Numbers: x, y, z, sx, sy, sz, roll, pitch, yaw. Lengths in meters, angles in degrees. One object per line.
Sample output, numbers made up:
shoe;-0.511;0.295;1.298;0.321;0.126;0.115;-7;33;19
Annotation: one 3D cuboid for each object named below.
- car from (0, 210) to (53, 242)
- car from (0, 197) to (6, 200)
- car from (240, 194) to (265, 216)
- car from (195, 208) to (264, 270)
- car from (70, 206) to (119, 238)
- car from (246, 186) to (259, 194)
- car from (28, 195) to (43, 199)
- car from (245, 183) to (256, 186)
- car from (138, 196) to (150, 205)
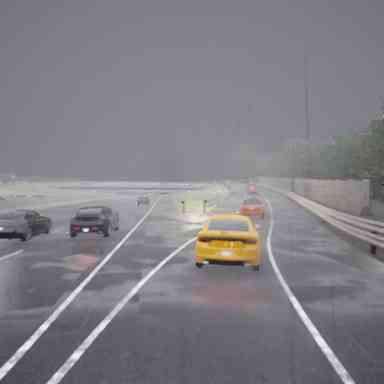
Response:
car;-8.407;1.551;16.318;1.994;1.385;4.181;0;0;-4
car;-28.551;1.392;47.710;2.033;1.411;5.357;0;0;-4
car;5.549;1.376;30.323;2.097;1.767;4.553;0;1;13
car;1.300;1.523;11.442;1.882;1.535;5.008;2;0;8
car;-5.111;1.510;17.859;1.837;1.490;4.892;0;0;-4
car;12.548;-0.054;68.076;1.895;1.301;4.718;0;3;7
car;-29.790;1.312;63.459;1.994;1.385;4.181;0;0;-5
car;13.806;-1.086;78.059;2.150;2.045;5.566;0;3;6
car;-8.097;1.400;55.979;2.128;1.511;4.902;0;0;-5
